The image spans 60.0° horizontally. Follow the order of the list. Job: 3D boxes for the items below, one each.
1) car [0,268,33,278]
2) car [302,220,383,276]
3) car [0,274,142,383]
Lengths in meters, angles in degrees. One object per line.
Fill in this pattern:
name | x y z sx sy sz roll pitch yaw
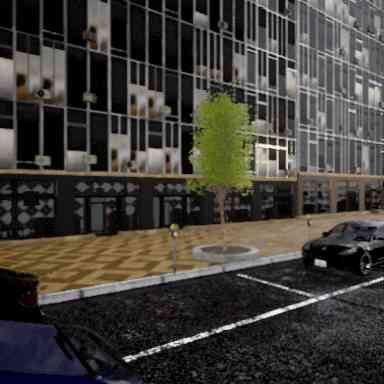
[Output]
car | -3.990 1.566 3.717 4.313 1.339 1.947 0 0 -36
car | 5.278 1.568 10.328 4.313 1.339 1.947 0 0 -36
car | -2.285 1.564 1.748 4.181 1.385 1.994 0 0 -36
